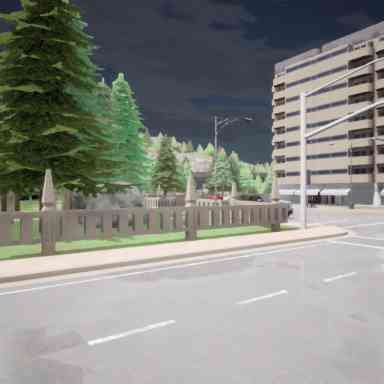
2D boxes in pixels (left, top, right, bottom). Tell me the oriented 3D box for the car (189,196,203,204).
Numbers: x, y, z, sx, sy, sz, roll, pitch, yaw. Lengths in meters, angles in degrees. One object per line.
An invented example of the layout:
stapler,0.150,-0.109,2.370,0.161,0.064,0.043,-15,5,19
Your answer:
car,0.879,1.452,65.251,1.837,1.490,4.892,0,0,12

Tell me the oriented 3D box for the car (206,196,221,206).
car,1.786,1.545,44.324,1.895,1.301,4.718,0,0,-16

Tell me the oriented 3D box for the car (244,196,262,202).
car,14.233,1.540,77.266,1.895,1.301,4.718,0,0,40

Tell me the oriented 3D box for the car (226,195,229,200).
car,9.173,1.492,67.886,2.033,1.411,5.357,0,0,20

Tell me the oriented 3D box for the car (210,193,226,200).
car,4.736,1.166,65.202,2.150,2.045,5.566,0,0,14

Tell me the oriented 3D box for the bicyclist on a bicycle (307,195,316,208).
bicyclist on a bicycle,15.252,1.245,42.431,1.656,1.620,0.582,0,0,-29

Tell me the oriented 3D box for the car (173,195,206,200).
car,-0.397,1.422,40.318,1.882,1.535,5.008,0,0,-21

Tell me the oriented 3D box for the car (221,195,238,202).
car,8.518,1.469,75.156,1.812,1.442,4.674,0,0,32

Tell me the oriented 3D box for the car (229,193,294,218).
car,6.022,1.166,28.626,2.150,2.045,5.566,0,0,-33

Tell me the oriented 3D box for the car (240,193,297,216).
car,7.409,1.166,32.889,2.150,2.045,5.566,0,0,-32

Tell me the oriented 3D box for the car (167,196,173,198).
car,-3.463,1.422,54.867,1.882,1.535,5.008,0,1,-1
